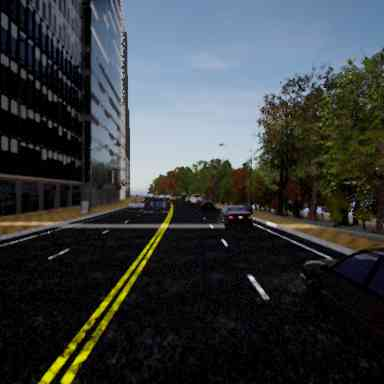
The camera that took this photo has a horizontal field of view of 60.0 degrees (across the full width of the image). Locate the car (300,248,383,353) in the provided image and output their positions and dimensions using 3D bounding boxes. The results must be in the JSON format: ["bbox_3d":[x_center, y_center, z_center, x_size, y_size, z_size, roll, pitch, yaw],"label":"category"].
[{"bbox_3d":[3.326,1.570,4.976,2.033,1.411,5.357,0,0,0],"label":"car"}]

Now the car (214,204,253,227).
[{"bbox_3d":[3.028,1.657,23.651,2.033,1.411,5.357,0,0,-1],"label":"car"}]

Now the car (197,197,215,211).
[{"bbox_3d":[2.144,1.770,45.174,1.994,1.385,4.181,0,0,-3],"label":"car"}]

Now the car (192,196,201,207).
[{"bbox_3d":[1.545,1.816,56.215,1.994,1.385,4.181,0,0,-3],"label":"car"}]

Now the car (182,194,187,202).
[{"bbox_3d":[-1.038,1.834,89.473,1.801,1.575,5.366,0,0,-5],"label":"car"}]

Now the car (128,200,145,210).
[{"bbox_3d":[-7.798,1.823,46.964,1.895,1.301,4.718,0,0,-3],"label":"car"}]

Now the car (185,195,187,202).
[{"bbox_3d":[-0.038,1.938,78.301,1.895,1.301,4.718,0,0,-5],"label":"car"}]

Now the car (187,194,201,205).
[{"bbox_3d":[0.816,1.517,67.279,2.150,2.045,5.566,0,0,-4],"label":"car"}]

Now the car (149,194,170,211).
[{"bbox_3d":[-4.389,1.555,43.681,2.097,1.767,4.553,0,0,-2],"label":"car"}]
